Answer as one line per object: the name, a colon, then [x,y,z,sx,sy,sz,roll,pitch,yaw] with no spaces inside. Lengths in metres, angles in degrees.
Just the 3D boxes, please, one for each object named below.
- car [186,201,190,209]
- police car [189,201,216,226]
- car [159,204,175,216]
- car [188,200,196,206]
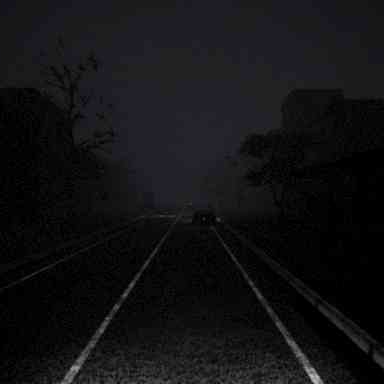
car: [0.010,2.484,63.167,2.128,1.511,4.902,0,-1,0]
police car: [0.904,1.828,27.443,1.930,1.638,5.238,0,-1,0]
car: [-3.089,2.215,42.412,2.033,1.411,5.357,0,-1,0]
car: [0.012,2.617,78.195,1.895,1.301,4.718,0,0,0]
